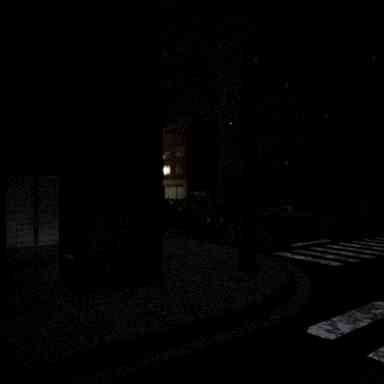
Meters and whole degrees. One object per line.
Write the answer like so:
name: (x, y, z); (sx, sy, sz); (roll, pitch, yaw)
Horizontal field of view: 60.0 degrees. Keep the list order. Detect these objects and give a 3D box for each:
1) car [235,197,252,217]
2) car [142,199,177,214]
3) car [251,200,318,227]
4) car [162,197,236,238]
car: (2.971, 1.312, 27.184); (2.192, 1.841, 5.009); (0, 0, -35)
car: (-3.611, 1.529, 36.441); (1.887, 1.381, 4.507); (0, 0, -35)
car: (6.162, 1.529, 22.694); (1.752, 1.417, 4.829); (0, 0, -35)
car: (-0.284, 1.284, 17.912); (2.192, 1.841, 5.009); (0, 0, -35)
